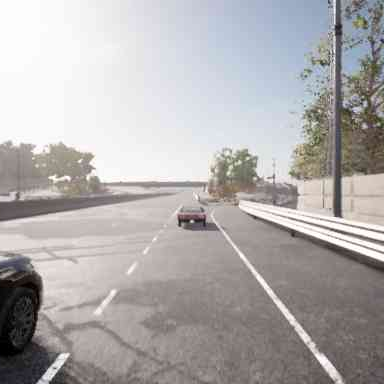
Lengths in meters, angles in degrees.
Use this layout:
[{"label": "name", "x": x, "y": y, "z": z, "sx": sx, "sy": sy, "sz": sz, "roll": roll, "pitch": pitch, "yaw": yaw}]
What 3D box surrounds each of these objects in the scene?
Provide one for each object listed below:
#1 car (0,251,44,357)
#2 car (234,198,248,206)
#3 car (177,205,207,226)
[{"label": "car", "x": -3.400, "y": 1.219, "z": 2.873, "sx": 2.150, "sy": 2.045, "sz": 5.566, "roll": 0, "pitch": 0, "yaw": 0}, {"label": "car", "x": 10.143, "y": 2.025, "z": 68.260, "sx": 1.882, "sy": 1.535, "sz": 5.008, "roll": 0, "pitch": -1, "yaw": 26}, {"label": "car", "x": 0.006, "y": 1.582, "z": 23.313, "sx": 1.895, "sy": 1.301, "sz": 4.718, "roll": 0, "pitch": 0, "yaw": 0}]
